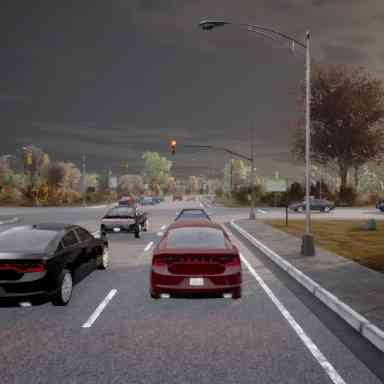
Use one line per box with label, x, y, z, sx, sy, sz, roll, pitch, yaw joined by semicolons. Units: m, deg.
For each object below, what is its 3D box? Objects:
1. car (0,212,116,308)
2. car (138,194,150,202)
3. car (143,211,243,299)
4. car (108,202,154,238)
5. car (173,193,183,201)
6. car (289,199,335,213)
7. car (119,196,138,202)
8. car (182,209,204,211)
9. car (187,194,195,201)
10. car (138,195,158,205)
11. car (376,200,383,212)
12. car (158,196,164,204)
car;-3.422;1.478;8.041;1.882;1.535;5.008;0;0;0
car;-10.731;1.355;74.445;2.097;1.767;4.553;0;0;0
car;0.076;1.478;8.518;1.882;1.535;5.008;0;0;0
car;-3.445;1.491;17.527;2.128;1.511;4.902;0;0;-1
car;-3.761;1.217;85.344;2.150;2.045;5.566;0;0;0
car;13.267;1.505;36.912;4.892;1.490;1.837;0;0;3
car;-10.753;1.477;54.957;1.882;1.535;5.008;0;0;0
car;0.049;1.564;17.507;1.994;1.385;4.181;0;0;0
car;-0.262;1.348;85.711;2.097;1.767;4.553;0;0;0
car;-7.259;1.525;55.347;1.812;1.442;4.674;0;0;0
car;23.265;1.212;36.401;5.566;2.045;2.150;0;0;3
car;-7.240;1.547;64.939;2.033;1.411;5.357;0;0;0
